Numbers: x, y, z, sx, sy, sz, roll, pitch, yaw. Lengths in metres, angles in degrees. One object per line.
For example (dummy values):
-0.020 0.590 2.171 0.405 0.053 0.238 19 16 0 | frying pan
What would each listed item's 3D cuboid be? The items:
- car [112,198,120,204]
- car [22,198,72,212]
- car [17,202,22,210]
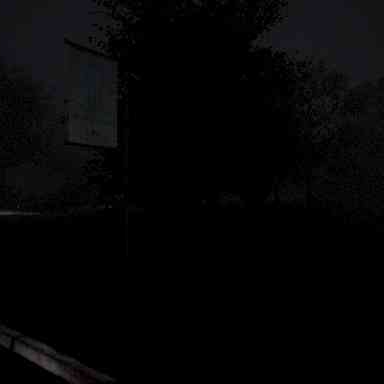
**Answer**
-10.500 1.492 51.969 2.033 1.411 5.357 0 0 37 | car
-16.512 1.470 38.652 1.882 1.535 5.008 0 0 39 | car
-18.976 1.484 41.176 2.128 1.511 4.902 0 0 39 | car
